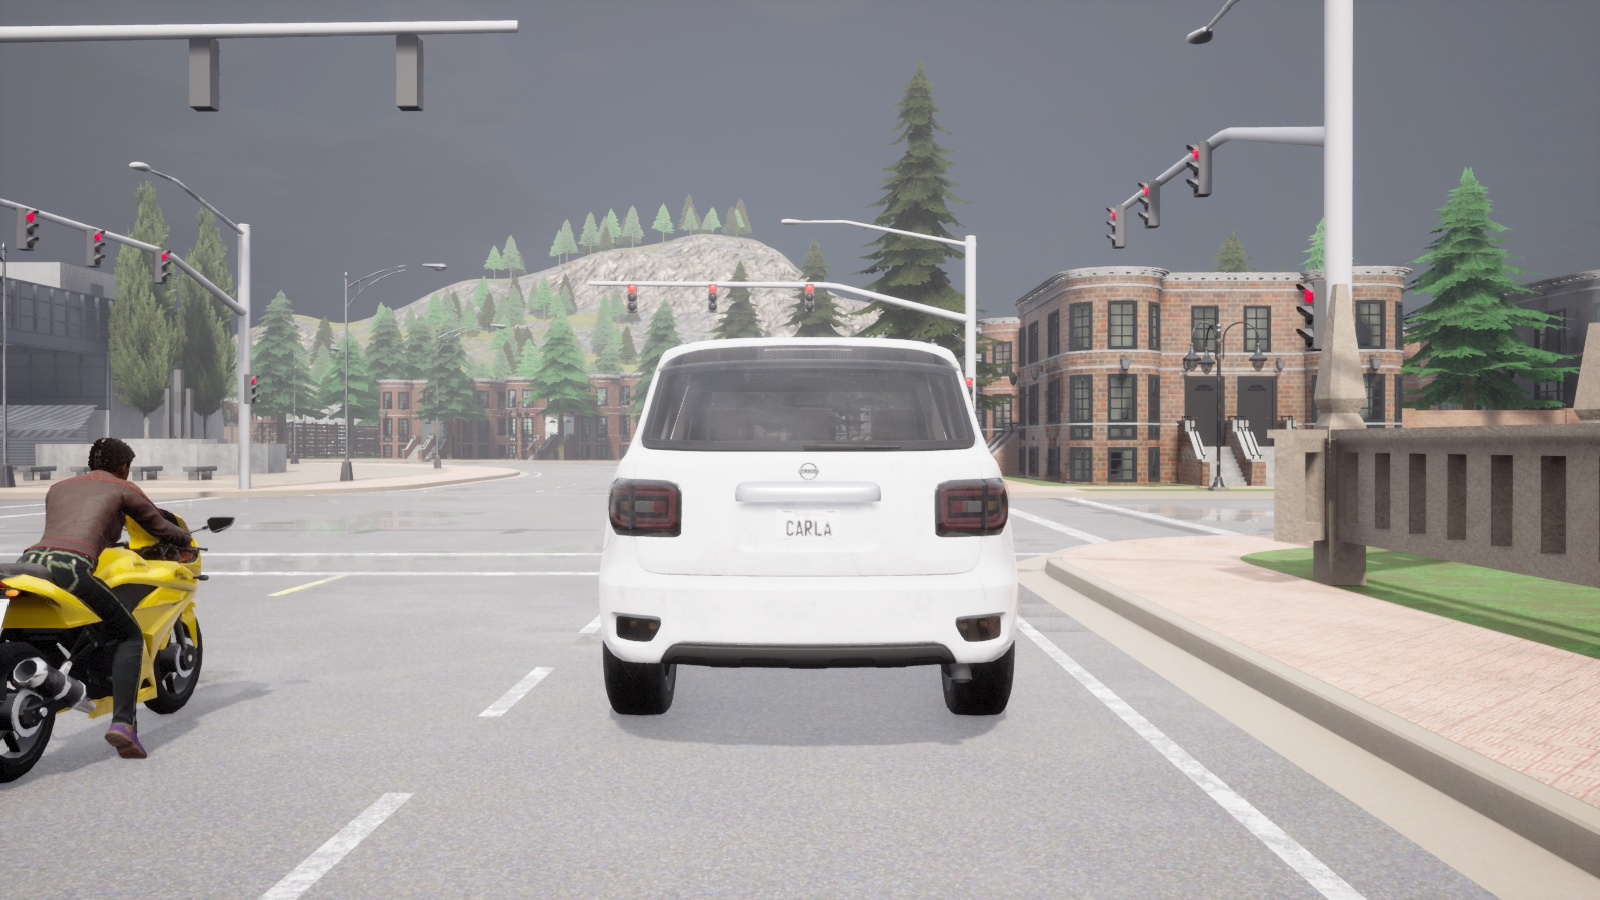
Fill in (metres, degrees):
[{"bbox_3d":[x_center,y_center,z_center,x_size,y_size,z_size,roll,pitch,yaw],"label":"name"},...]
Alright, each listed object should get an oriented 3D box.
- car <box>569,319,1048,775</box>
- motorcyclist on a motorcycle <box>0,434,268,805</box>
[{"bbox_3d":[0.058,0.418,8.421,2.150,2.045,5.566,0,0,0],"label":"car"},{"bbox_3d":[-3.453,0.691,6.178,0.797,1.523,2.044,0,0,0],"label":"motorcyclist on a motorcycle"}]
